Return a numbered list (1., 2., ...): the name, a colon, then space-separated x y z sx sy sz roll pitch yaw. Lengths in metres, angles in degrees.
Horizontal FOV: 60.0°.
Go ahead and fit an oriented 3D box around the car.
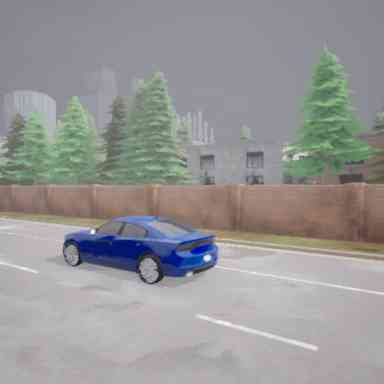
1. car: -1.641 1.418 9.462 5.008 1.535 1.882 1 0 36
